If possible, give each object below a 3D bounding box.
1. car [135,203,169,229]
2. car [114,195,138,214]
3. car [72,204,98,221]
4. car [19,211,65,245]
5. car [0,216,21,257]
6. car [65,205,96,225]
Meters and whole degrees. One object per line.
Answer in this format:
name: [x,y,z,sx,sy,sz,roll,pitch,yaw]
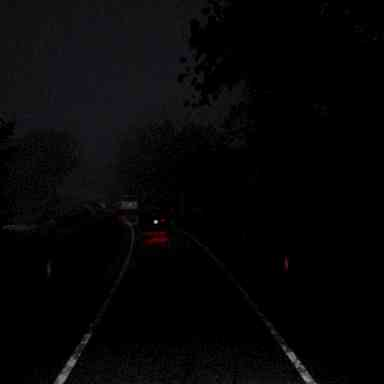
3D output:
car: [-2.743,1.666,23.138,1.837,1.490,4.892,-1,-1,-12]
car: [-7.939,1.435,39.863,2.150,2.045,5.566,-1,1,-22]
car: [-11.061,2.091,34.578,2.002,1.452,4.674,1,-1,-12]
car: [-8.830,1.941,18.062,2.002,1.452,4.674,0,0,-4]
car: [-8.488,1.843,11.839,2.097,1.535,5.008,0,-1,-2]
car: [-9.926,1.977,28.540,2.097,1.535,5.008,-1,-1,-6]
